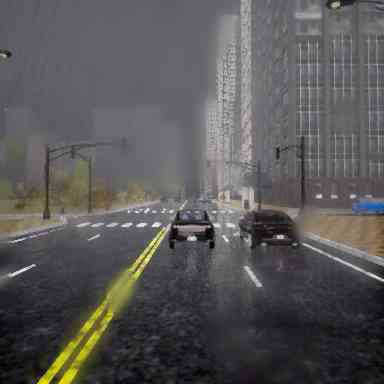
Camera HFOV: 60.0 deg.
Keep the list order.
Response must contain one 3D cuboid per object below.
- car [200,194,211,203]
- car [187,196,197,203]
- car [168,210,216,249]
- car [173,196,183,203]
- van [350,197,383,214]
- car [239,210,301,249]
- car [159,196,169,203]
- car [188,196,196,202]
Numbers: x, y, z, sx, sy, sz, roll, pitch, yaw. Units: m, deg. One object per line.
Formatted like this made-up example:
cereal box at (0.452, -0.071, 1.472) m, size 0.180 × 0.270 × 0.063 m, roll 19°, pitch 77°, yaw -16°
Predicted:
car at (3.249, 1.781, 73.253) m, size 2.033 × 1.411 × 5.357 m, roll 0°, pitch 0°, yaw 0°
car at (-0.001, 1.784, 73.636) m, size 1.812 × 1.442 × 4.674 m, roll 0°, pitch 0°, yaw 0°
car at (0.000, 1.517, 14.697) m, size 2.128 × 1.511 × 4.902 m, roll 0°, pitch 0°, yaw 0°
car at (-3.251, 1.823, 78.292) m, size 1.837 × 1.490 × 4.892 m, roll 0°, pitch 0°, yaw 0°
van at (19.187, 1.435, 35.744) m, size 3.998 × 1.788 × 1.690 m, roll 0°, pitch -1°, yaw -1°
car at (3.250, 1.507, 14.696) m, size 1.882 × 1.535 × 5.008 m, roll 0°, pitch 0°, yaw 0°
car at (-6.501, 1.823, 78.292) m, size 1.837 × 1.490 × 4.892 m, roll 0°, pitch 0°, yaw 0°
car at (-0.001, 1.833, 87.008) m, size 1.812 × 1.442 × 4.674 m, roll 0°, pitch -1°, yaw 0°
